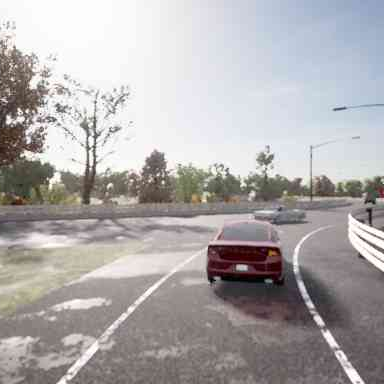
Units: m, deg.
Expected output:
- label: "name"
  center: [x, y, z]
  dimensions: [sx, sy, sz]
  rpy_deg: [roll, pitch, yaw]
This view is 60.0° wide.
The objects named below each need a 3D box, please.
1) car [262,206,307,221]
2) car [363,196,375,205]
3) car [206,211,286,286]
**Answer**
- label: "car"
  center: [7.395, 1.811, 27.602]
  dimensions: [4.718, 1.301, 1.895]
  rpy_deg: [0, 0, -34]
- label: "car"
  center: [40.437, 1.817, 75.812]
  dimensions: [2.150, 2.045, 5.566]
  rpy_deg: [0, 0, 24]
- label: "car"
  center: [1.675, 1.553, 9.850]
  dimensions: [1.882, 1.535, 5.008]
  rpy_deg: [0, 0, 13]
